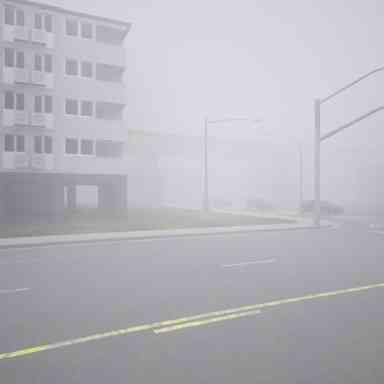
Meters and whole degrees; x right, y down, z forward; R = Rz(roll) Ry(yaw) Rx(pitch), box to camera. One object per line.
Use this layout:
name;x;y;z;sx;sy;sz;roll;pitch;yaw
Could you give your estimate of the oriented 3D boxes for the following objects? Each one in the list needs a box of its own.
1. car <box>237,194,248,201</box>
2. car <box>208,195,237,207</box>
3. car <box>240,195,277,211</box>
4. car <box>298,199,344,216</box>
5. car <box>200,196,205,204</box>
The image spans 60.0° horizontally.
car;11.176;1.540;75.348;2.033;1.411;5.357;0;0;41
car;4.509;1.505;51.301;1.837;1.490;4.892;0;0;-21
car;8.660;1.492;42.017;2.128;1.511;4.902;0;0;-25
car;12.801;1.506;33.266;1.837;1.490;4.892;0;0;-25
car;2.534;1.505;61.434;1.837;1.490;4.892;0;0;3
